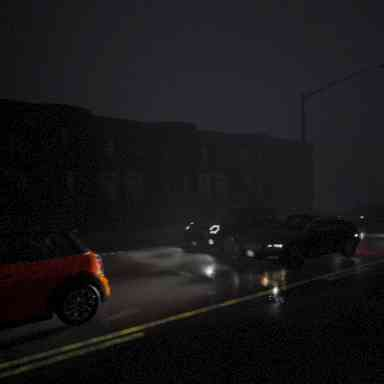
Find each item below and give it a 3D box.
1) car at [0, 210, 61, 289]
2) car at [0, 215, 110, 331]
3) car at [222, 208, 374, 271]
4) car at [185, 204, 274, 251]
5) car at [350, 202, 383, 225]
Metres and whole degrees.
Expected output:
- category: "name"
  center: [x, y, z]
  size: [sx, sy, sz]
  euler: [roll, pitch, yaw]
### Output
- category: "car"
  center: [-5.952, 1.455, 8.318]
  size: [4.553, 1.767, 2.097]
  euler: [-1, 0, -36]
- category: "car"
  center: [-3.820, 1.420, 5.541]
  size: [4.553, 1.767, 2.097]
  euler: [-1, 0, -36]
- category: "car"
  center: [3.648, 1.473, 11.008]
  size: [4.902, 1.511, 2.128]
  euler: [-1, 0, -36]
- category: "car"
  center: [1.895, 1.366, 14.065]
  size: [4.553, 1.767, 2.097]
  euler: [-1, 0, -36]
- category: "car"
  center: [10.888, 1.405, 20.624]
  size: [4.902, 1.511, 2.128]
  euler: [-1, 0, -36]
